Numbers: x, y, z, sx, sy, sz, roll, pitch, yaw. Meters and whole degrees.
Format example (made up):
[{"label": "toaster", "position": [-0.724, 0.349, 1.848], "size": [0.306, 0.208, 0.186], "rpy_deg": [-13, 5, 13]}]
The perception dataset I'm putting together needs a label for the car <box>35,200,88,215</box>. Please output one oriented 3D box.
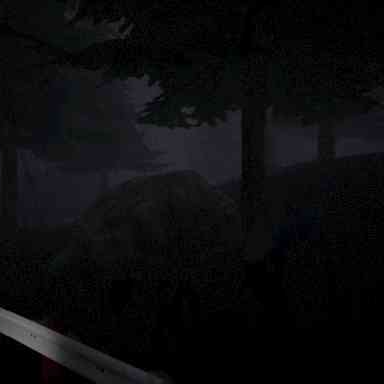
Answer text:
[{"label": "car", "position": [-11.628, 1.488, 30.014], "size": [1.837, 1.490, 4.892], "rpy_deg": [0, 0, 35]}]
